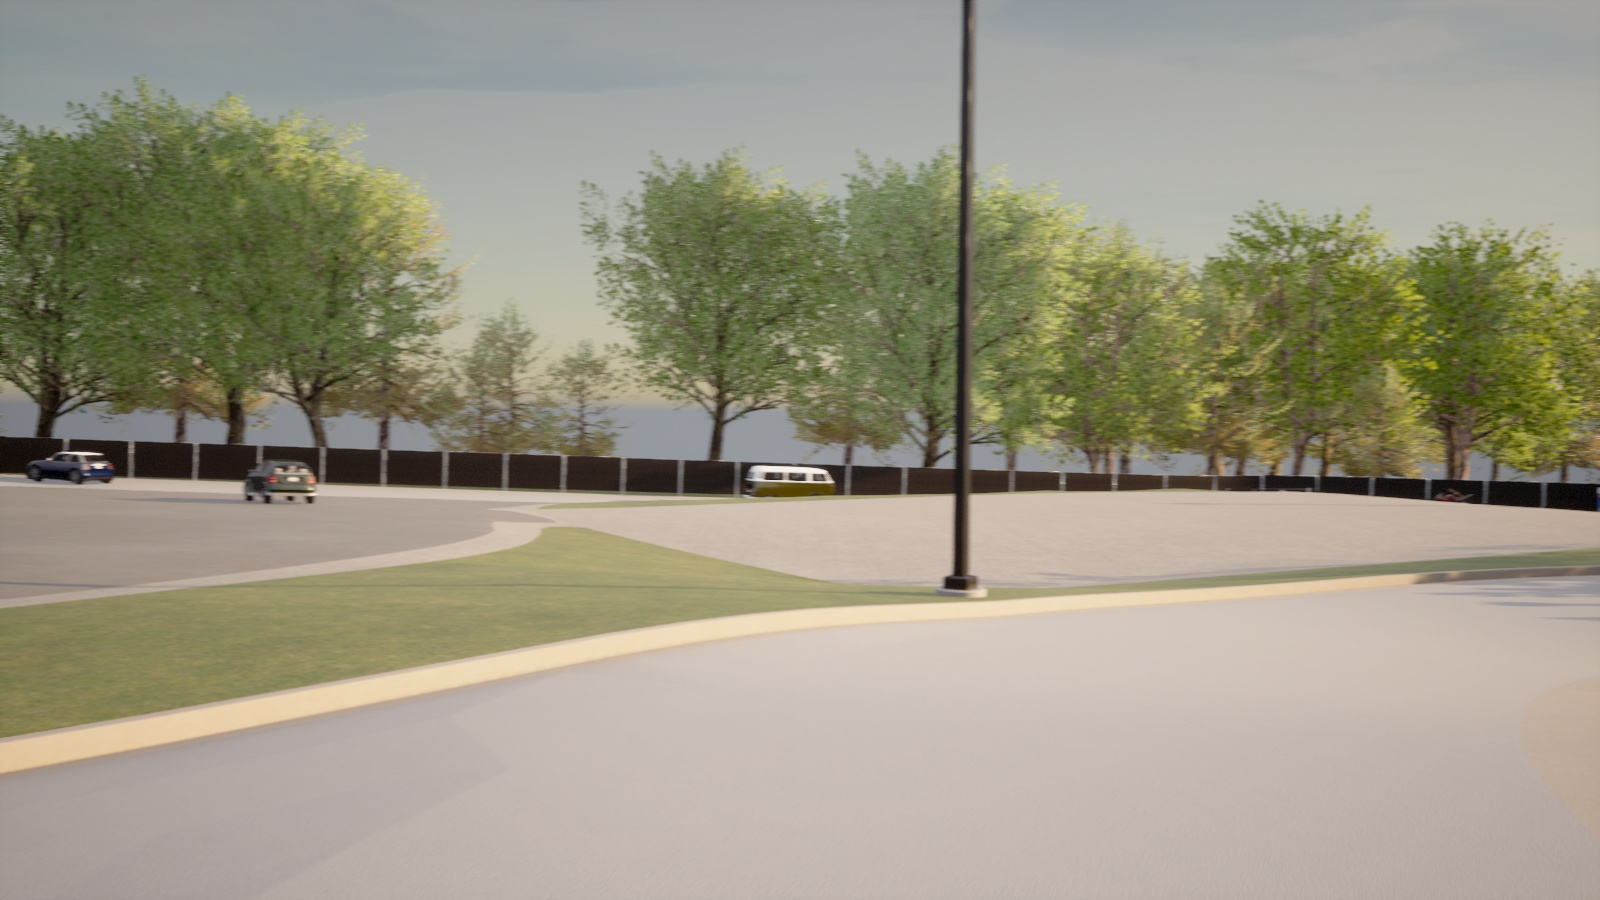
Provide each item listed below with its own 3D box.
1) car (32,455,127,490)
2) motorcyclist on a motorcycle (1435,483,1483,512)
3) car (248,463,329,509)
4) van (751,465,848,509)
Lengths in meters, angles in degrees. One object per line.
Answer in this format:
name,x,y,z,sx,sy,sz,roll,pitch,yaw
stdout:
car,-34.648,1.054,60.405,3.806,1.475,1.970,3,2,19
motorcyclist on a motorcycle,37.039,2.641,70.582,2.191,1.530,0.866,1,2,8
car,-18.440,1.265,45.202,1.789,1.549,3.705,2,-1,-37
van,-0.042,1.883,64.118,4.480,2.038,2.069,1,2,-16
